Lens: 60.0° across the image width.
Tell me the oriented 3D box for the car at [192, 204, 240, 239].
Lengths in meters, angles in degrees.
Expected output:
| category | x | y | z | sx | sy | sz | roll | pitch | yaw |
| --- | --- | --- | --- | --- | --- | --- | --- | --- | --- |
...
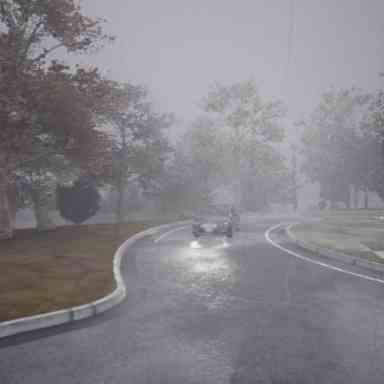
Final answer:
| category | x | y | z | sx | sy | sz | roll | pitch | yaw |
| --- | --- | --- | --- | --- | --- | --- | --- | --- | --- |
| car | 1.333 | 1.399 | 16.996 | 2.128 | 1.511 | 4.902 | 0 | 0 | 14 |
